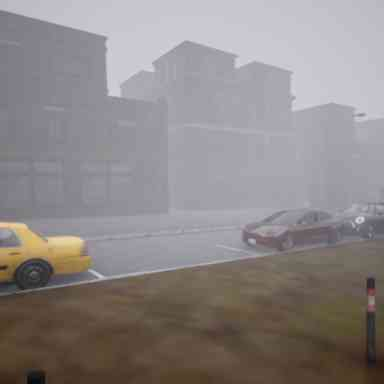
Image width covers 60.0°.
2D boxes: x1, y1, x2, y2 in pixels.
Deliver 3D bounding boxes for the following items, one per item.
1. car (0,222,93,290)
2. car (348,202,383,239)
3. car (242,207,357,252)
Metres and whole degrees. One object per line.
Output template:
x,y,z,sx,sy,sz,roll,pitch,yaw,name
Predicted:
-4.931,1.319,7.058,5.366,1.575,1.946,1,-1,-33,car
8.780,1.301,16.856,4.553,1.767,2.185,1,0,-33,car
4.226,1.451,13.587,4.792,1.488,2.163,1,0,-33,car
